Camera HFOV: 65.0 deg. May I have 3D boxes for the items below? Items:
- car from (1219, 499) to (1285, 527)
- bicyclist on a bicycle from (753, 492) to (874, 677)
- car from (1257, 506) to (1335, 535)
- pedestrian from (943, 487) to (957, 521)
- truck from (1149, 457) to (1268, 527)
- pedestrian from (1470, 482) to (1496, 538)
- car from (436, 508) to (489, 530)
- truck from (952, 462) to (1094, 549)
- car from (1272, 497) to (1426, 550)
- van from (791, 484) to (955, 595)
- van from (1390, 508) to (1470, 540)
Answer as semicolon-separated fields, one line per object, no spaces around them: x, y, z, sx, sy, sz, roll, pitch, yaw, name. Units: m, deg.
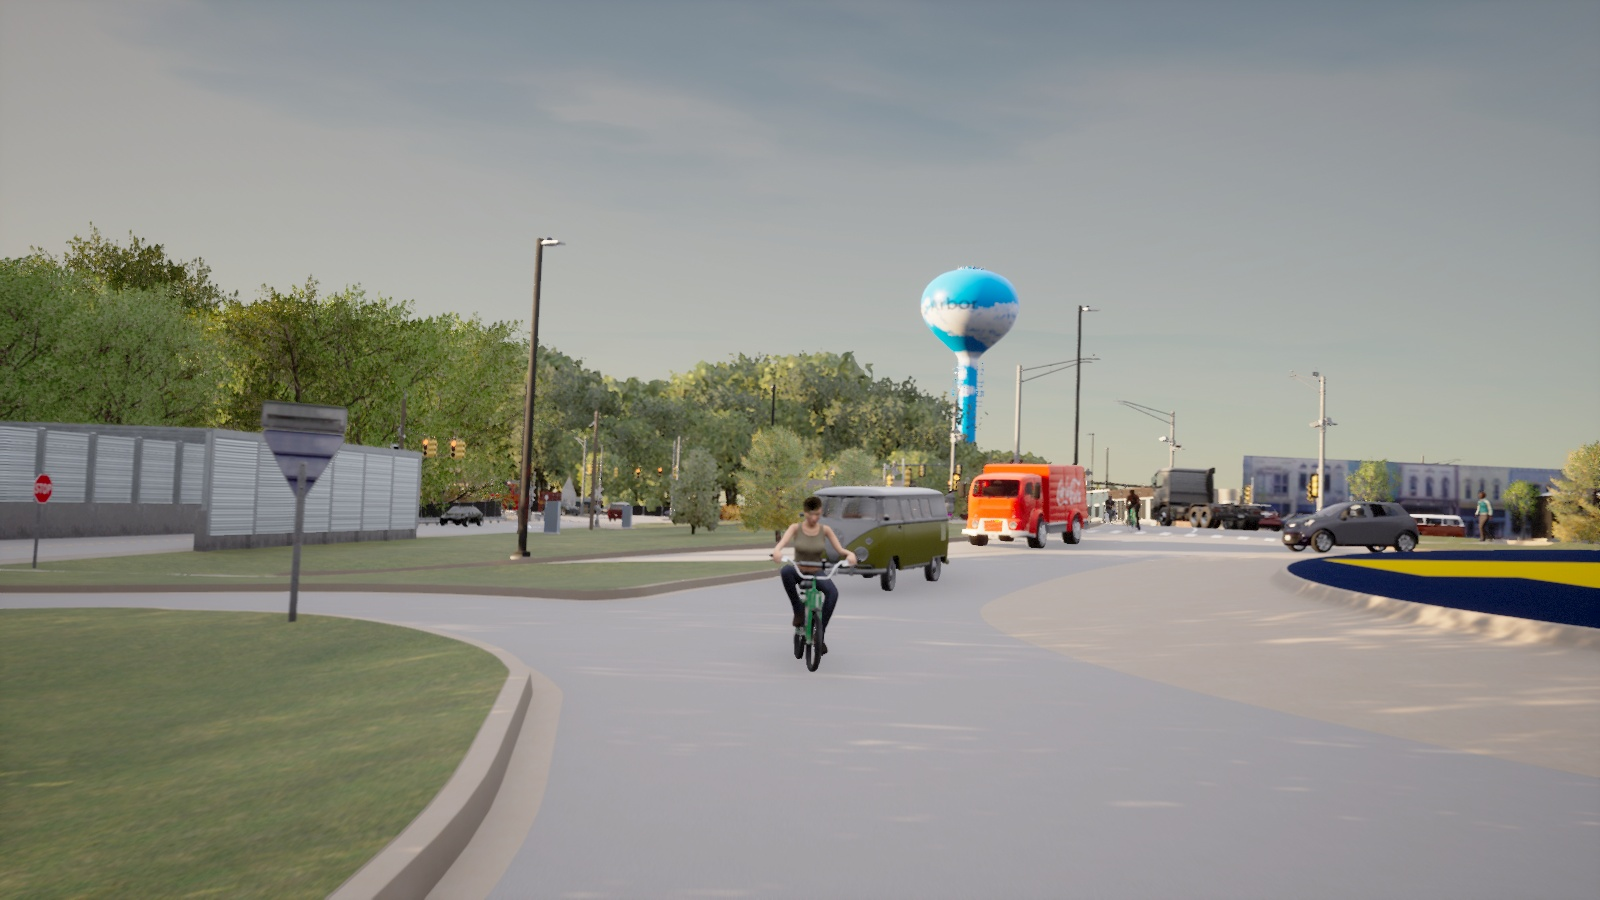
24.874;3.482;69.221;1.970;1.475;3.806;2;-3;-6;car
0.096;1.241;12.012;0.866;1.612;1.509;3;-3;-7;bicyclist on a bicycle
34.110;4.851;86.466;4.553;1.767;2.097;2;-4;1;car
8.864;3.199;74.297;0.659;1.952;0.873;2;-4;-2;pedestrian
21.908;2.350;67.853;2.891;3.462;7.936;2;-3;-8;truck
23.917;2.094;43.956;0.692;1.930;0.396;3;-4;-10;pedestrian
-24.507;4.982;91.354;2.163;1.488;4.792;1;-2;5;car
6.889;1.605;38.313;2.627;2.467;5.204;0;-1;30;truck
15.941;2.143;36.543;3.633;1.501;1.845;1;-4;-6;car
1.584;1.708;25.368;1.775;1.987;4.442;0;-1;25;van
43.380;5.106;86.570;4.480;2.038;2.069;3;-4;-1;van
